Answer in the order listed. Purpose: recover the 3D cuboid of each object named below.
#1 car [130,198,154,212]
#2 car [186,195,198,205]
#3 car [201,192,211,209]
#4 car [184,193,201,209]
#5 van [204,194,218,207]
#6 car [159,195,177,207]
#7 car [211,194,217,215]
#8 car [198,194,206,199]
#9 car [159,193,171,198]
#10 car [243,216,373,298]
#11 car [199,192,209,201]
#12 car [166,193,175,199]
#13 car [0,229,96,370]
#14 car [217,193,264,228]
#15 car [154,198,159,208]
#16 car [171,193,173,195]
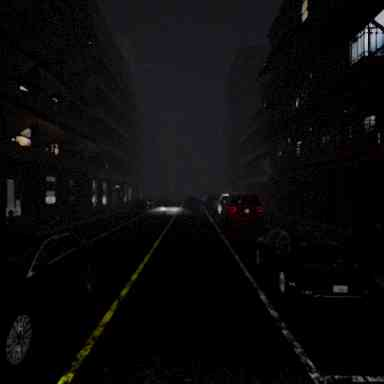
[{"bbox_3d":[-5.683,1.397,36.620,1.887,1.381,4.507,0,0,0],"label":"car"},{"bbox_3d":[0.023,1.323,56.751,2.033,1.411,5.357,0,0,1],"label":"car"},{"bbox_3d":[2.698,1.145,42.303,2.192,1.841,5.009,0,0,0],"label":"car"},{"bbox_3d":[0.059,1.307,42.407,1.882,1.535,5.008,0,0,1],"label":"car"},{"bbox_3d":[2.699,1.149,47.986,1.690,1.788,3.998,0,0,0],"label":"van"},{"bbox_3d":[-3.084,1.413,47.001,1.895,1.301,4.718,0,0,0],"label":"car"},{"bbox_3d":[3.110,1.112,28.475,2.150,2.045,5.566,0,0,0],"label":"car"},{"bbox_3d":[2.703,1.230,87.763,1.947,1.339,4.313,0,0,0],"label":"car"},{"bbox_3d":[-5.680,1.290,65.032,1.887,1.381,4.507,0,0,0],"label":"car"},{"bbox_3d":[2.694,1.517,8.210,2.008,1.369,4.403,0,0,0],"label":"car"},{"bbox_3d":[2.702,1.019,76.397,2.192,1.841,5.009,0,0,0],"label":"car"},{"bbox_3d":[-5.678,1.105,87.761,1.967,1.590,4.097,0,0,0],"label":"car"},{"bbox_3d":[-3.098,1.467,5.725,2.128,1.511,4.902,0,0,0],"label":"car"},{"bbox_3d":[3.109,1.140,21.475,2.150,2.045,5.566,0,0,0],"label":"car"},{"bbox_3d":[-5.683,1.412,42.303,1.802,1.307,4.206,0,0,0],"label":"car"},{"bbox_3d":[-5.679,1.255,76.397,2.008,1.369,4.403,0,0,0],"label":"car"}]
